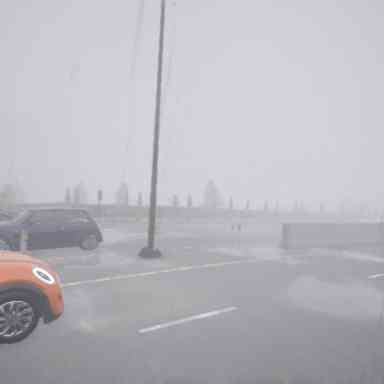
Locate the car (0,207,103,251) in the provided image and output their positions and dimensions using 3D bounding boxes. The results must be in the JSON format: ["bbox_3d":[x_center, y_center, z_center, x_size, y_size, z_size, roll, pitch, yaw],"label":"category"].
[{"bbox_3d":[-5.844,1.376,12.719,4.553,1.767,2.097,1,-1,-35],"label":"car"}]

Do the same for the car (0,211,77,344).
[{"bbox_3d":[-4.372,1.355,4.927,4.553,1.767,2.097,0,0,-35],"label":"car"}]

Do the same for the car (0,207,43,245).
[{"bbox_3d":[-9.354,1.497,14.515,4.902,1.511,2.128,1,0,-35],"label":"car"}]

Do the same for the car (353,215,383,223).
[{"bbox_3d":[21.795,3.583,40.995,4.674,1.442,1.812,4,-2,-35],"label":"car"}]
